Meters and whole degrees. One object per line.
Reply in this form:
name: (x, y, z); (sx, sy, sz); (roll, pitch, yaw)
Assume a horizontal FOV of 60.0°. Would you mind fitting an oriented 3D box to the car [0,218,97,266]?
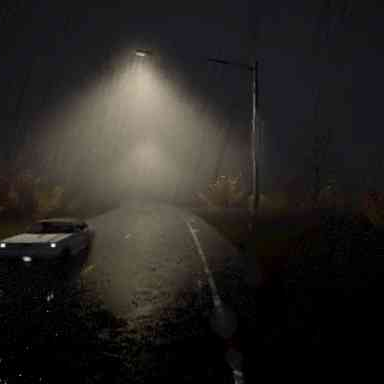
car: (-4.875, 1.654, 11.892); (1.895, 1.301, 4.718); (0, 0, -2)
